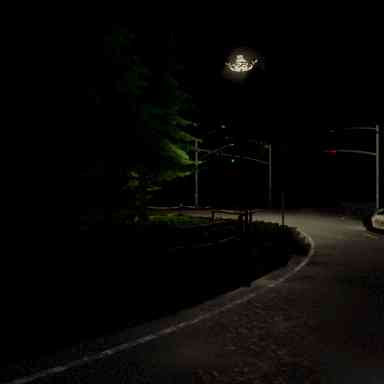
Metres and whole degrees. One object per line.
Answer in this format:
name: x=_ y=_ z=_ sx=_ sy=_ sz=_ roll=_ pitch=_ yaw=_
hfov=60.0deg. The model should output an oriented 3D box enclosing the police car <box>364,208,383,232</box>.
police car: x=10.751 y=1.501 z=17.518 sx=2.038 sy=1.542 sz=4.974 roll=0 pitch=0 yaw=10
